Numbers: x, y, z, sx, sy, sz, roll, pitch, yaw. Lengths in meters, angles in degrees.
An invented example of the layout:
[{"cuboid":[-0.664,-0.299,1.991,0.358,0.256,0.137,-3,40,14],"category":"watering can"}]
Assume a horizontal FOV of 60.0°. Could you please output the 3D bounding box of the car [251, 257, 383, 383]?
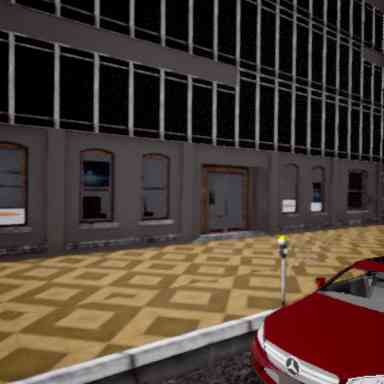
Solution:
[{"cuboid":[2.655,1.562,4.269,4.206,1.307,1.802,0,1,-34],"category":"car"}]
